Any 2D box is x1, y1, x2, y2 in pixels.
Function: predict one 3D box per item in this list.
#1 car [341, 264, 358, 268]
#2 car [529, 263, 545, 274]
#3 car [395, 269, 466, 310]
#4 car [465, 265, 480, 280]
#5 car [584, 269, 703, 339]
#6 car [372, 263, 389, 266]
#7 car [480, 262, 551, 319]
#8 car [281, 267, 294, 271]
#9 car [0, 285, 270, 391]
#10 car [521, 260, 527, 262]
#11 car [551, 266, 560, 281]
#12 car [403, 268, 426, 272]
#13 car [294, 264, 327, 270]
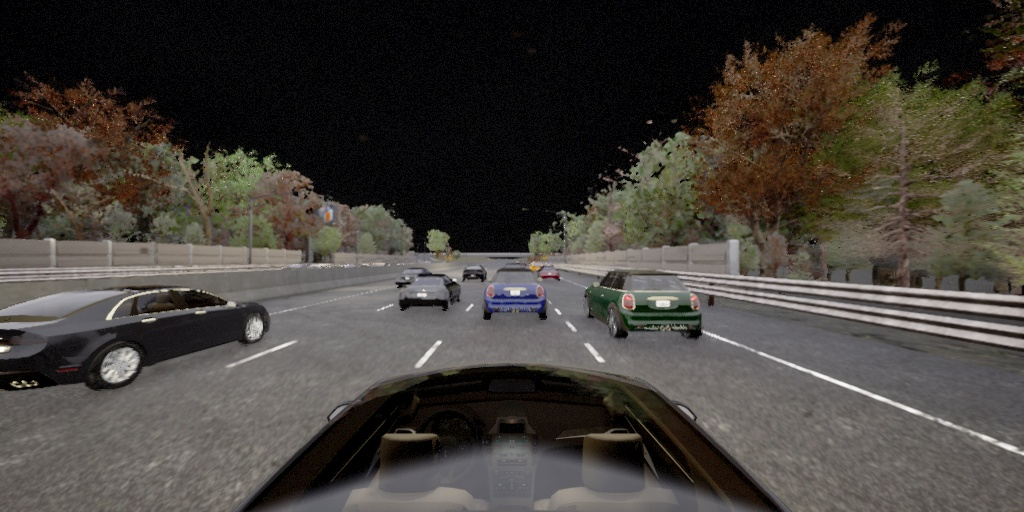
[{"bbox_3d":[-21.068,1.793,46.773,1.994,1.385,4.181,0,-1,0],"label":"car"},{"bbox_3d":[3.512,1.736,51.264,1.882,1.535,5.008,0,-1,0],"label":"car"},{"bbox_3d":[-3.397,1.456,15.528,1.994,1.385,4.181,0,-1,0],"label":"car"},{"bbox_3d":[-3.389,1.559,33.319,1.882,1.535,5.008,0,-1,0],"label":"car"},{"bbox_3d":[3.536,1.172,10.555,2.097,1.767,4.553,0,-1,0],"label":"car"},{"bbox_3d":[-17.568,1.713,47.467,1.882,1.535,5.008,0,-1,0],"label":"car"},{"bbox_3d":[0.103,1.222,13.566,2.097,1.767,4.553,0,-1,0],"label":"car"},{"bbox_3d":[-28.059,1.782,47.290,2.033,1.411,5.357,0,-1,0],"label":"car"},{"bbox_3d":[-6.899,1.308,6.891,1.837,1.490,4.892,0,-1,0],"label":"car"},{"bbox_3d":[0.105,1.412,31.424,2.097,1.767,4.553,0,-1,0],"label":"car"},{"bbox_3d":[3.508,1.648,35.251,1.994,1.385,4.181,0,-1,0],"label":"car"},{"bbox_3d":[-6.896,1.552,26.085,2.033,1.411,5.357,0,-1,0],"label":"car"},{"bbox_3d":[-24.574,1.807,44.737,1.895,1.301,4.718,0,-1,0],"label":"car"}]
